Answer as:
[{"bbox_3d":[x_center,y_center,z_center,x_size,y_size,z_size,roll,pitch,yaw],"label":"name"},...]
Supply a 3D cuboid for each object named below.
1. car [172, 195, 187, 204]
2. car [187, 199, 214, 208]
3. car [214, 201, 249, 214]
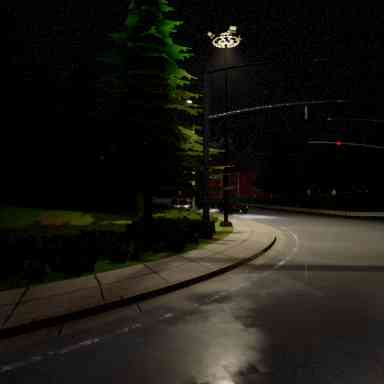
[{"bbox_3d":[-2.162,1.351,58.281,2.097,1.767,4.553,0,0,-17],"label":"car"},{"bbox_3d":[1.477,1.219,45.912,2.150,2.045,5.566,0,0,-16],"label":"car"},{"bbox_3d":[4.335,1.601,35.653,1.895,1.301,4.718,0,0,-15],"label":"car"}]
